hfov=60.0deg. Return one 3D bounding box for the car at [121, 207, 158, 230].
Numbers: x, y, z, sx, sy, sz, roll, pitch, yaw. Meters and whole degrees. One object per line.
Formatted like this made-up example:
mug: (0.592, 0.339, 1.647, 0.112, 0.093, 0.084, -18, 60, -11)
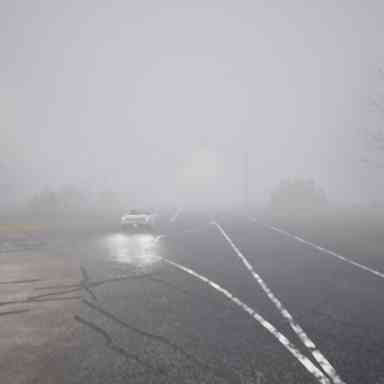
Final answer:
car: (-3.429, 1.719, 22.292, 1.895, 1.301, 4.718, 0, 0, 0)
